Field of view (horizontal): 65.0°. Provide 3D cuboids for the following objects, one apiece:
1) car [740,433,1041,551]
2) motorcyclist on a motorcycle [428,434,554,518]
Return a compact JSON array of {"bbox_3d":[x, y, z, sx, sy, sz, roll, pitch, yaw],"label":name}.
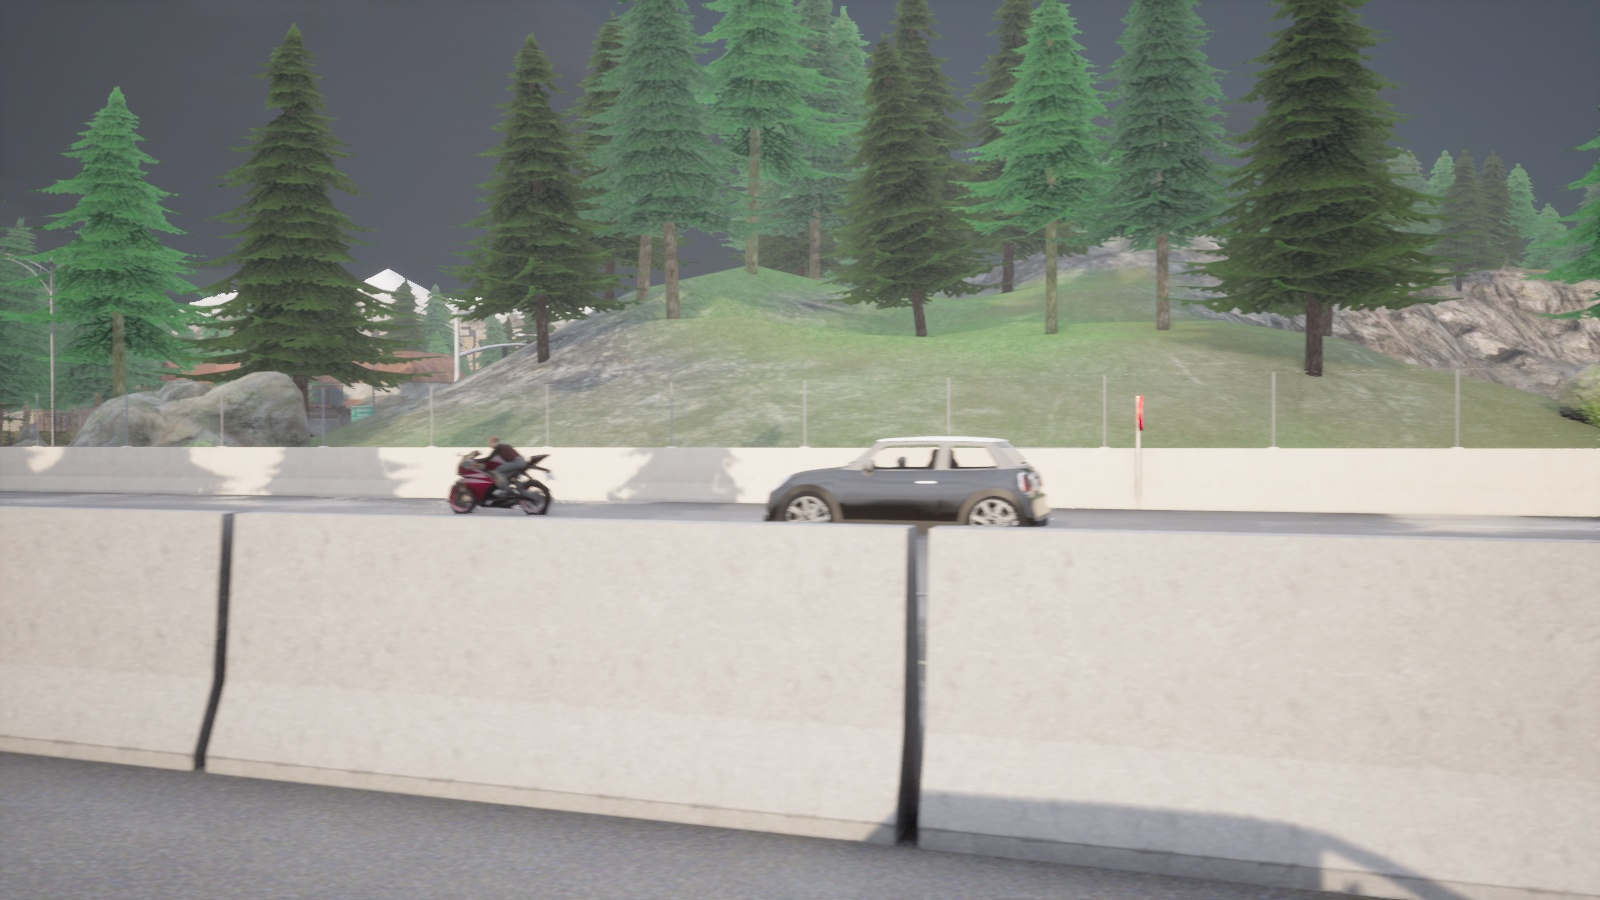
[{"bbox_3d":[1.303,0.516,17.524,3.806,1.475,1.970,1,1,19],"label":"car"},{"bbox_3d":[-5.805,0.462,23.609,2.191,1.530,0.866,1,1,19],"label":"motorcyclist on a motorcycle"}]
